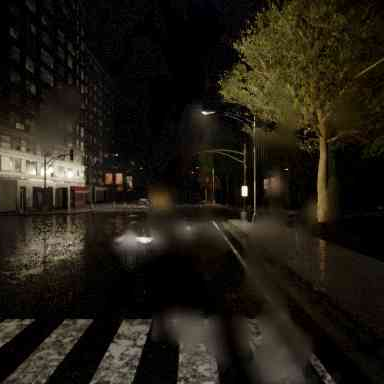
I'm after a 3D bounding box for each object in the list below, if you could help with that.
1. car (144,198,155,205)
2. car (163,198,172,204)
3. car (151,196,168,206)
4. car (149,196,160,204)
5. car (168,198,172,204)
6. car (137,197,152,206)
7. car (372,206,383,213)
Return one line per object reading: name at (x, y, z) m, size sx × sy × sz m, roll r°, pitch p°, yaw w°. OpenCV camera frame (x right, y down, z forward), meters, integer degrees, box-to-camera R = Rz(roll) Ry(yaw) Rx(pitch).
car at (-9.578, 2.131, 75.517) m, size 1.994 × 1.385 × 4.181 m, roll 0°, pitch -1°, yaw 0°
car at (-6.303, 2.262, 86.178) m, size 1.812 × 1.442 × 4.674 m, roll 0°, pitch -1°, yaw 0°
car at (-6.350, 1.925, 65.976) m, size 1.882 × 1.535 × 5.008 m, roll 0°, pitch -1°, yaw 0°
car at (-9.553, 1.959, 85.923) m, size 2.150 × 2.045 × 5.566 m, roll 0°, pitch -1°, yaw 0°
car at (-6.327, 2.125, 75.976) m, size 2.033 × 1.411 × 5.357 m, roll 0°, pitch -1°, yaw 0°
car at (-9.601, 2.007, 65.649) m, size 1.994 × 1.385 × 4.181 m, roll 0°, pitch -1°, yaw 0°
car at (41.779, 3.911, 74.422) m, size 4.892 × 1.490 × 1.837 m, roll 4°, pitch -3°, yaw -45°
